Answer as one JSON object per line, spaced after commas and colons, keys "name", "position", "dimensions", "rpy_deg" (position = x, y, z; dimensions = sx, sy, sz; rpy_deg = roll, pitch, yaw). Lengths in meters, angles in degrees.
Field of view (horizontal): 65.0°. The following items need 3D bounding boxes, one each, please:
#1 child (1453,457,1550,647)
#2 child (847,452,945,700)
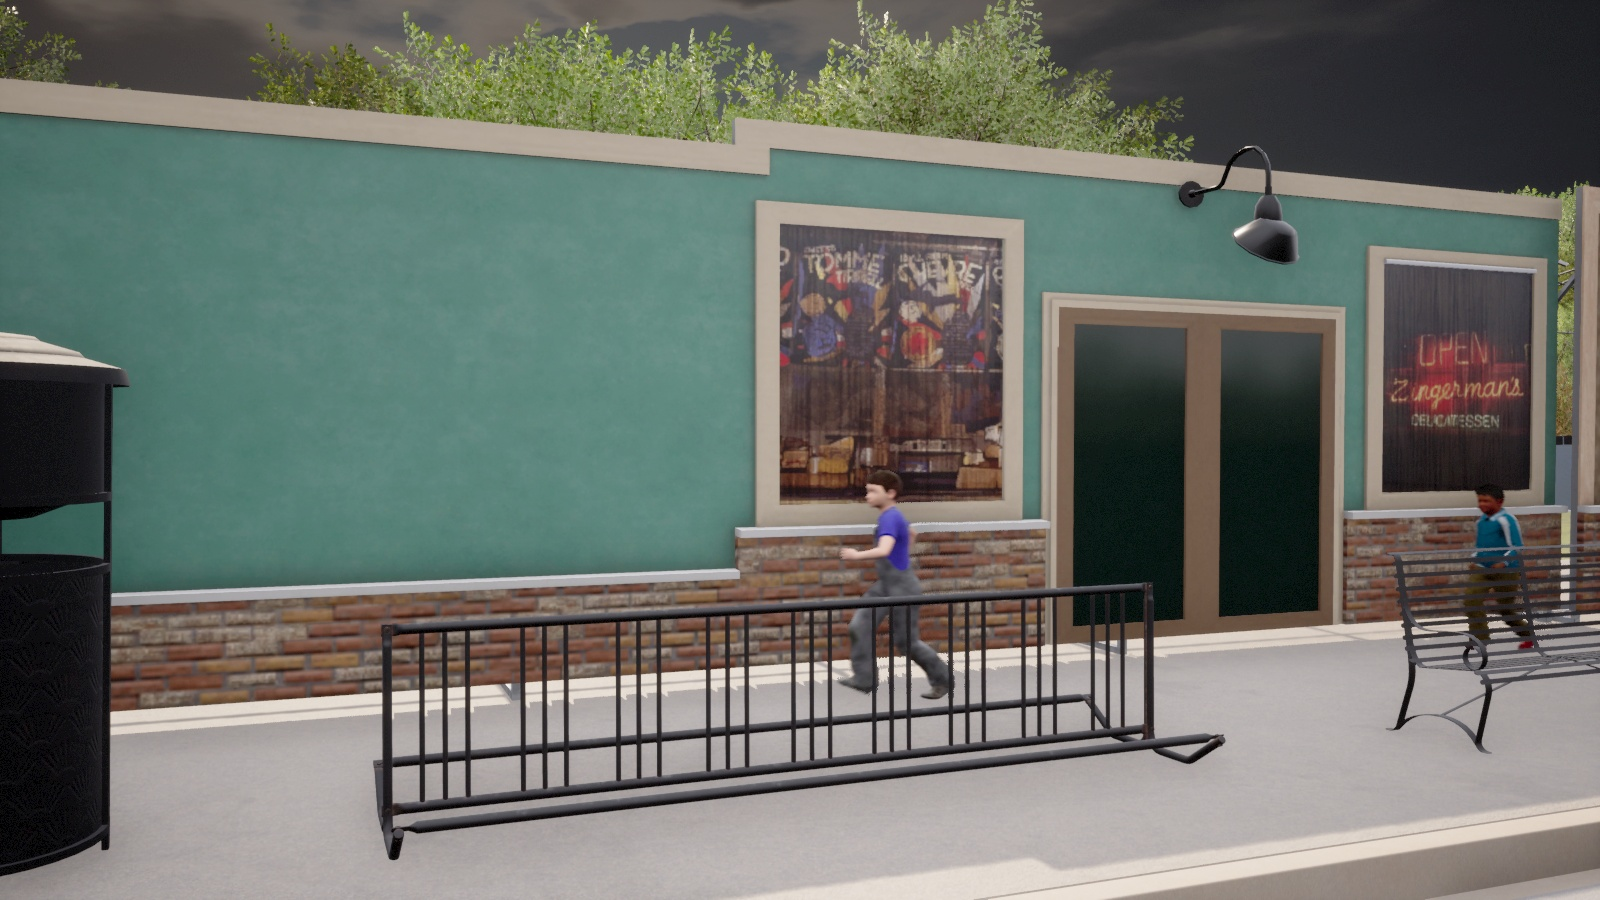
{"name": "child", "position": [4.587, 0.651, 8.219], "dimensions": [0.448, 1.192, 0.343], "rpy_deg": [-1, 1, -20]}
{"name": "child", "position": [0.505, 0.645, 6.620], "dimensions": [0.437, 1.263, 0.270], "rpy_deg": [-1, 1, -18]}
